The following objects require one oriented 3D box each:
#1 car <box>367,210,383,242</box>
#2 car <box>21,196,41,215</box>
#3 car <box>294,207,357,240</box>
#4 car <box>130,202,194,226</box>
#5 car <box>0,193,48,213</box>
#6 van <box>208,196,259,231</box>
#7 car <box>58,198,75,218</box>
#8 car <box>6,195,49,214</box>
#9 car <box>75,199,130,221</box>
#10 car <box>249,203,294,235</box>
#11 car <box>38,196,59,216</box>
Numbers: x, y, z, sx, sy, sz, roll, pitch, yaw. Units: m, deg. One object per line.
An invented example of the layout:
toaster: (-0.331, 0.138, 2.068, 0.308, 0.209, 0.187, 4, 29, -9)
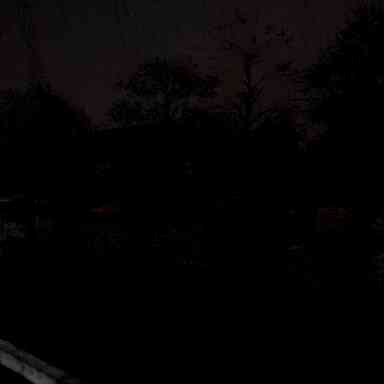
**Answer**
car: (9.610, 1.556, 15.859, 2.002, 1.452, 4.674, 0, 0, 35)
car: (-13.080, 1.395, 31.844, 2.097, 1.535, 5.008, 0, 0, 35)
car: (7.339, 1.503, 17.454, 2.097, 1.535, 5.008, 0, 0, 35)
car: (-1.753, 1.484, 23.826, 2.163, 1.488, 4.792, 0, 0, 35)
car: (-17.639, 1.120, 35.011, 2.435, 2.045, 5.566, 0, 0, 35)
van: (2.870, 1.253, 20.749, 1.878, 1.987, 4.442, 0, 0, 35)
car: (-8.528, 1.448, 28.668, 2.163, 1.488, 4.792, 0, 0, 35)
car: (-15.350, 1.383, 33.441, 2.097, 1.535, 5.008, 0, 0, 35)
car: (-6.382, 1.428, 26.894, 1.946, 1.575, 5.366, 0, 0, 35)
car: (5.069, 1.531, 19.055, 2.002, 1.452, 4.674, 0, 0, 35)
car: (-10.810, 1.408, 30.246, 2.231, 1.521, 4.892, 0, 0, 35)
